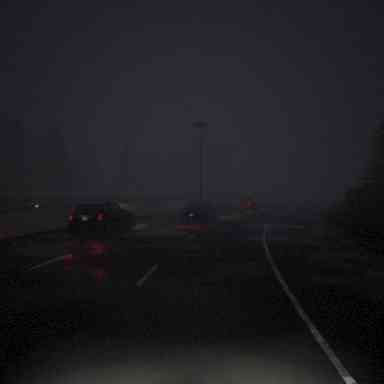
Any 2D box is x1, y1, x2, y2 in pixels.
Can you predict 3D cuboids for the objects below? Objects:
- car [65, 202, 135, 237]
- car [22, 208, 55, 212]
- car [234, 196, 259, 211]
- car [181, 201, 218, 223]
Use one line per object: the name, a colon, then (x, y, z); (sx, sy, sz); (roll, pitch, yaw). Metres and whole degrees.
car: (-4.764, 1.319, 18.145); (2.097, 1.767, 4.553); (0, 0, 11)
car: (-15.052, 1.274, 34.145); (2.097, 1.767, 4.553); (0, 0, 19)
car: (6.772, 1.321, 40.787); (2.097, 1.767, 4.553); (0, 0, 24)
car: (0.651, 1.450, 25.315); (1.882, 1.535, 5.008); (0, 0, 16)
